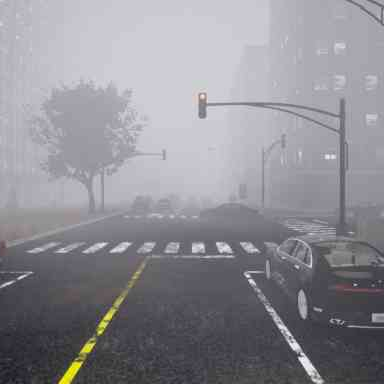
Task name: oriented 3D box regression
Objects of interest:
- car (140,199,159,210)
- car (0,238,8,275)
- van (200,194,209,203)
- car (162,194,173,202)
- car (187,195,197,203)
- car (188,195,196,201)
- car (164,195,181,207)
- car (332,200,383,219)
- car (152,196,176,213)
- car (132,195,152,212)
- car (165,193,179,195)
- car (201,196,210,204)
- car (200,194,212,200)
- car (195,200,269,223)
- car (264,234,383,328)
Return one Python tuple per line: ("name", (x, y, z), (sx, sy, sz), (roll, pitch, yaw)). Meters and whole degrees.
("car", (-5.701, 1.592, 44.811), (1.947, 1.339, 4.313), (0, 0, 0))
("car", (-5.692, 1.545, 6.900), (1.887, 1.381, 4.507), (0, 0, 0))
("van", (2.674, 1.402, 72.428), (1.690, 1.788, 3.998), (0, 0, 0))
("car", (-5.708, 1.386, 77.948), (2.192, 1.841, 5.009), (0, 0, 0))
("car", (-0.015, 1.656, 69.056), (1.895, 1.301, 4.718), (0, 0, 0))
("car", (-0.015, 1.447, 79.033), (1.812, 1.442, 4.674), (0, 0, 0))
("car", (-3.104, 1.521, 48.140), (2.128, 1.511, 4.902), (0, 0, 0))
("car", (13.421, 1.350, 26.310), (4.403, 1.369, 2.008), (-1, 1, -1))
("car", (-3.106, 1.525, 37.933), (1.837, 1.490, 4.892), (0, 0, 0))
("car", (-5.700, 1.336, 39.288), (2.192, 1.841, 5.009), (0, 0, 0))
("car", (-3.097, 1.263, 58.718), (2.150, 2.045, 5.566), (0, 0, -1))
("car", (2.676, 1.578, 67.074), (1.752, 1.417, 4.829), (0, 0, 0))
("car", (2.677, 1.611, 61.381), (1.947, 1.339, 4.313), (0, 0, 0))
("car", (3.224, 1.552, 25.905), (5.357, 1.411, 2.033), (0, 0, 32))
("car", (2.688, 1.551, 6.902), (2.008, 1.369, 4.403), (0, 0, 0))
